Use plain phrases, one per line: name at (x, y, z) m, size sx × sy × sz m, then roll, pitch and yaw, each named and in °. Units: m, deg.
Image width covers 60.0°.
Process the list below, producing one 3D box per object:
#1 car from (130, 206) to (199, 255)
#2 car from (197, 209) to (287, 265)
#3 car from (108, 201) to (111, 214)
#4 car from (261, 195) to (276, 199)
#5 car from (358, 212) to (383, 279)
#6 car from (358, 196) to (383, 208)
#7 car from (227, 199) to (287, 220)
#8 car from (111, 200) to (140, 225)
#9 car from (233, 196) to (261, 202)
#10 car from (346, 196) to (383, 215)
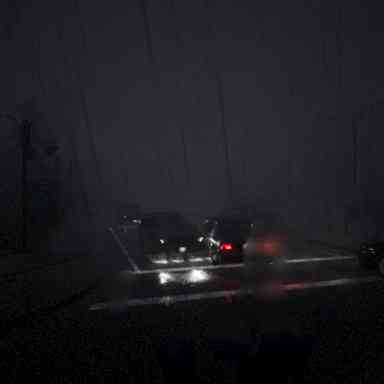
car at (-1.095, 1.538, 13.721) m, size 2.033 × 1.411 × 5.357 m, roll 0°, pitch 0°, yaw -17°
car at (1.432, 1.541, 11.618) m, size 2.033 × 1.411 × 5.357 m, roll 0°, pitch 0°, yaw -2°
car at (-7.810, 1.509, 34.855) m, size 2.033 × 1.411 × 5.357 m, roll 0°, pitch 0°, yaw -17°
car at (10.231, 1.277, 47.183) m, size 2.152 × 1.636 × 5.027 m, roll 0°, pitch 0°, yaw -17°
car at (6.786, 1.475, 8.007) m, size 5.008 × 1.535 × 1.882 m, roll 0°, pitch 0°, yaw 36°
car at (23.800, 1.272, 43.299) m, size 1.845 × 1.501 × 3.633 m, roll 0°, pitch 0°, yaw -17°
car at (3.108, 1.468, 18.773) m, size 5.357 × 1.411 × 2.033 m, roll -4°, pitch 3°, yaw -40°
car at (-4.575, 1.523, 24.537) m, size 2.033 × 1.411 × 5.357 m, roll 0°, pitch 0°, yaw -18°
car at (7.246, 1.287, 46.218) m, size 2.007 × 1.523 × 4.514 m, roll 0°, pitch 0°, yaw -17°
car at (15.535, 1.355, 29.286) m, size 1.970 × 1.475 × 3.806 m, roll 0°, pitch 0°, yaw -17°
